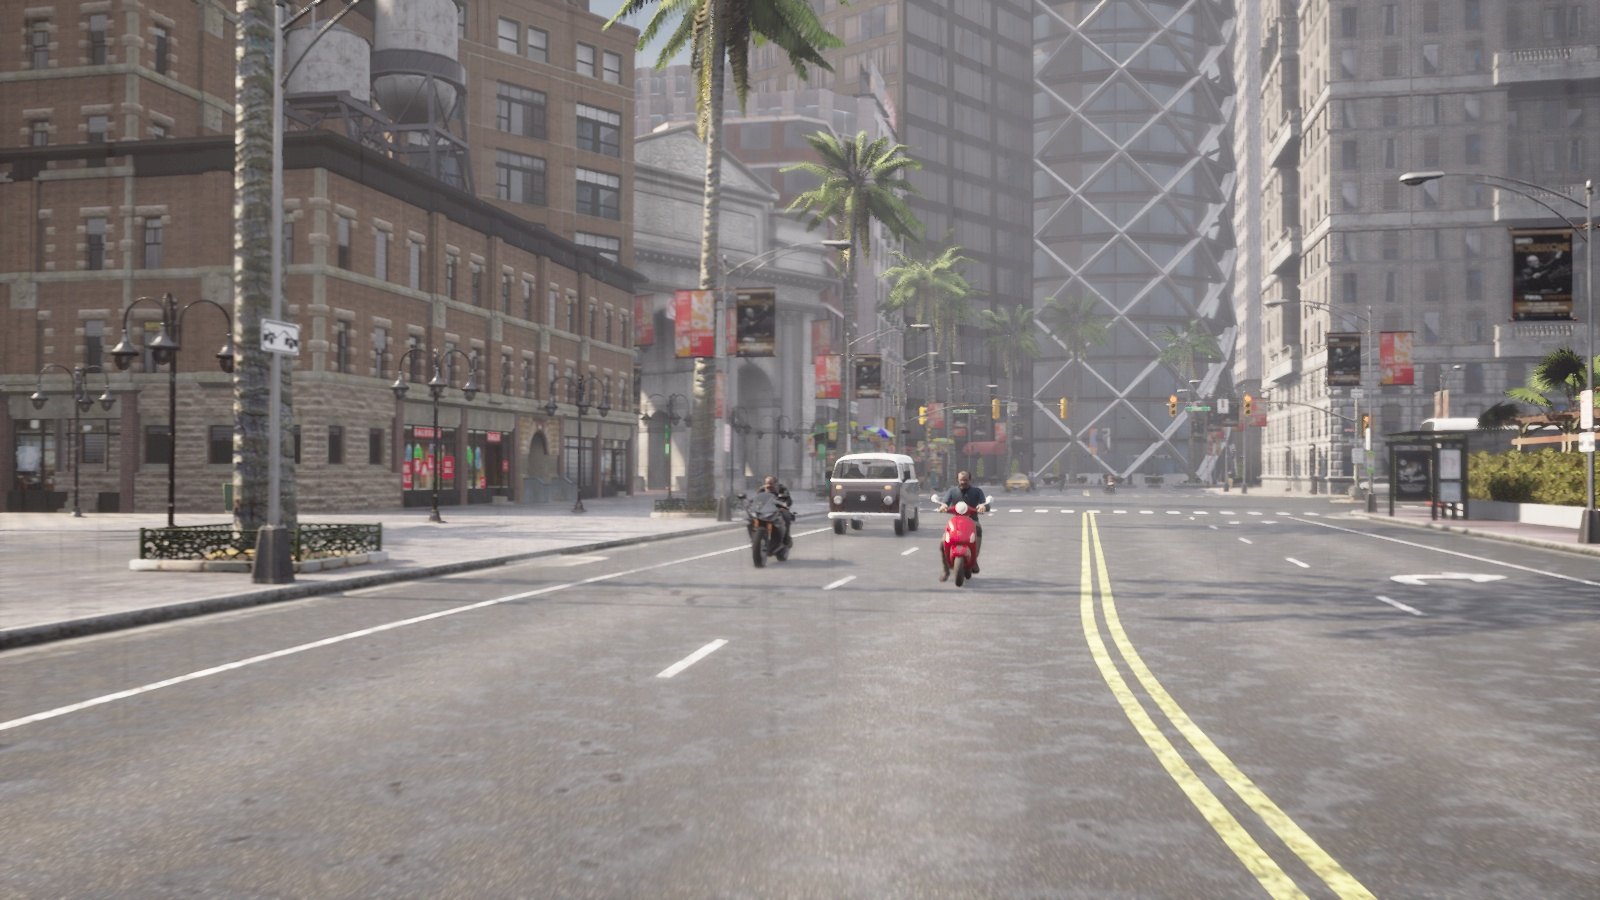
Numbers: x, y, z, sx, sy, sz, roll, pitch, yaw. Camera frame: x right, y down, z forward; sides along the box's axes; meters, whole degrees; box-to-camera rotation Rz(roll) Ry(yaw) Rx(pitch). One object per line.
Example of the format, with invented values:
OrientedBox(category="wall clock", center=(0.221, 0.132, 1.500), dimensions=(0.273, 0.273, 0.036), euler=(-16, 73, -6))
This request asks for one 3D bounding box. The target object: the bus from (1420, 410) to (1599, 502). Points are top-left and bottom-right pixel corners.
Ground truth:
OrientedBox(category="bus", center=(35.841, 0.322, 60.204), dimensions=(10.273, 4.253, 3.944), euler=(0, -1, 12))

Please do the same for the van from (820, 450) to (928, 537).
OrientedBox(category="van", center=(1.968, 1.074, 31.856), dimensions=(2.069, 2.038, 4.480), euler=(0, -1, 12))

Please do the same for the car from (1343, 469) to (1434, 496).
OrientedBox(category="car", center=(33.960, 1.863, 72.609), dimensions=(4.514, 1.525, 2.007), euler=(-1, -1, 18))

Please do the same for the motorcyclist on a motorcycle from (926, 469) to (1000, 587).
OrientedBox(category="motorcyclist on a motorcycle", center=(2.338, 1.062, 17.831), dimensions=(0.866, 1.590, 1.817), euler=(0, -1, 13))

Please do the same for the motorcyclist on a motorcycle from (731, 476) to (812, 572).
OrientedBox(category="motorcyclist on a motorcycle", center=(-0.453, 1.213, 21.334), dimensions=(0.866, 1.530, 2.191), euler=(0, -1, 13))
